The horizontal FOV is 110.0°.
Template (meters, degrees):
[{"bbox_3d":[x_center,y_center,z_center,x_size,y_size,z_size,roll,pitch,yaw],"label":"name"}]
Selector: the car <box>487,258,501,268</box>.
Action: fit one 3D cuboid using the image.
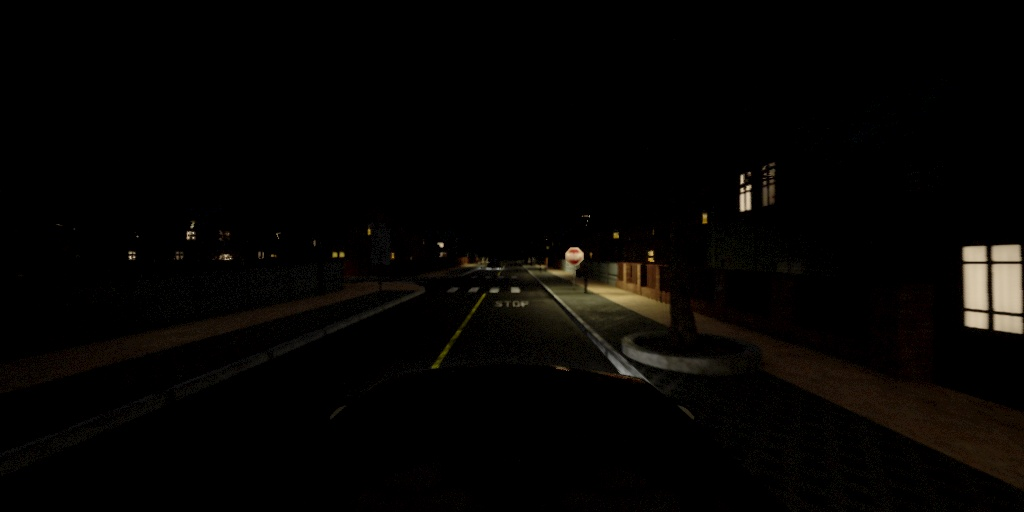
[{"bbox_3d":[-2.751,1.095,55.042,1.812,1.442,4.674,0,0,0],"label":"car"}]
